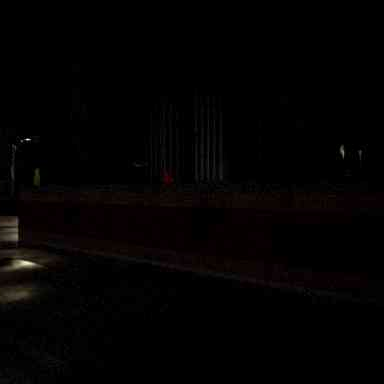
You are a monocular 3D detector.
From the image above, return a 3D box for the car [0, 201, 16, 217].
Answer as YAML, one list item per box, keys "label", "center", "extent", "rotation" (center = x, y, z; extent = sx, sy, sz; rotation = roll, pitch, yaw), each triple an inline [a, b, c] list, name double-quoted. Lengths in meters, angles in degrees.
- label: "car"
  center: [-16.072, 1.521, 29.652]
  extent: [1.882, 1.535, 5.008]
  rotation: [0, 0, 37]

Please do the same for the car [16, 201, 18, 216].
- label: "car"
  center: [-12.238, 1.397, 28.935]
  extent: [2.097, 1.767, 4.553]
  rotation: [0, 0, 37]
